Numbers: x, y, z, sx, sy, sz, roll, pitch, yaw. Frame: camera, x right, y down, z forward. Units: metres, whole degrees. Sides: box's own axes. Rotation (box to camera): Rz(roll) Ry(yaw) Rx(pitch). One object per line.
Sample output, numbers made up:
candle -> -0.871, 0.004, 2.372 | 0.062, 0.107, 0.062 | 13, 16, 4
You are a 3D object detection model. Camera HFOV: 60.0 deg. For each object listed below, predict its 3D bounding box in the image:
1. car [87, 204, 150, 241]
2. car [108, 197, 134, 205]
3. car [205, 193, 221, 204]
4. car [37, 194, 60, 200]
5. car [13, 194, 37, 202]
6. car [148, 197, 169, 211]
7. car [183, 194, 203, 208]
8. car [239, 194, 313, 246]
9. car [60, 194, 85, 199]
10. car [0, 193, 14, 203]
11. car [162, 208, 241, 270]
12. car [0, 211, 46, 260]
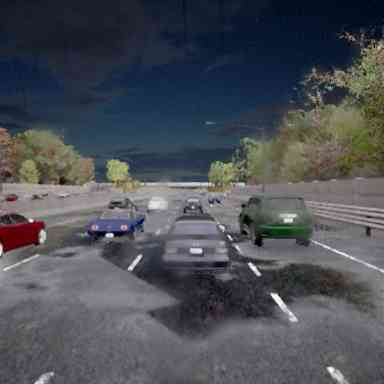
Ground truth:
car -> -3.393, 1.478, 15.960 | 1.895, 1.301, 4.718 | 0, 0, 0
car -> -6.893, 1.259, 32.556 | 1.837, 1.490, 4.892 | 0, 0, 0
car -> 3.513, 1.204, 53.412 | 1.895, 1.301, 4.718 | 0, 0, 0
car -> -21.041, 1.114, 50.751 | 2.128, 1.511, 4.902 | 0, 0, 1
car -> -24.541, 1.151, 50.448 | 1.812, 1.442, 4.674 | 0, 0, 0
car -> -3.393, 1.272, 33.645 | 1.812, 1.442, 4.674 | 0, 0, 0
car -> 0.107, 1.271, 33.729 | 1.812, 1.442, 4.674 | 0, 0, 0
car -> 3.503, 1.104, 14.766 | 2.150, 2.045, 5.566 | 0, 0, 0
car -> -17.558, 1.117, 50.379 | 2.128, 1.511, 4.902 | 0, 0, 0
car -> -28.042, 0.982, 49.824 | 2.097, 1.767, 4.553 | 0, 0, 0
car -> 0.104, 1.465, 10.630 | 2.033, 1.411, 5.357 | 0, 0, 0
car -> -6.894, 1.388, 11.661 | 1.882, 1.535, 5.008 | 0, 0, 0
